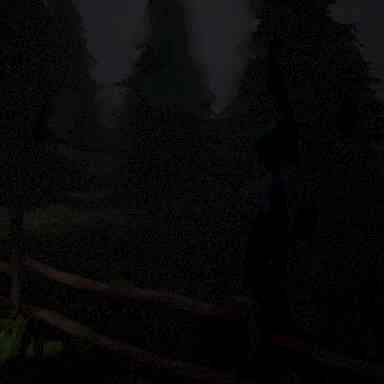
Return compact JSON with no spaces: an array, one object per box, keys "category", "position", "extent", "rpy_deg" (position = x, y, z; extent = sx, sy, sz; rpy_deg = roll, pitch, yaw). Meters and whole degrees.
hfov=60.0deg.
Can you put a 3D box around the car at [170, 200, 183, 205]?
[{"category":"car","position":[-2.726,1.591,37.117],"extent":[4.181,1.385,1.994],"rpy_deg":[0,0,-13]}]
